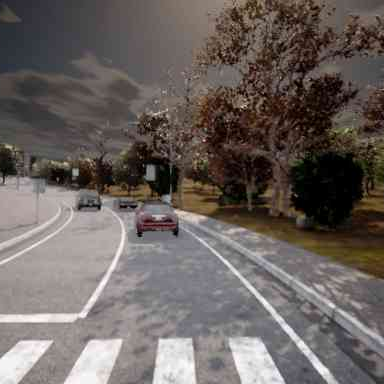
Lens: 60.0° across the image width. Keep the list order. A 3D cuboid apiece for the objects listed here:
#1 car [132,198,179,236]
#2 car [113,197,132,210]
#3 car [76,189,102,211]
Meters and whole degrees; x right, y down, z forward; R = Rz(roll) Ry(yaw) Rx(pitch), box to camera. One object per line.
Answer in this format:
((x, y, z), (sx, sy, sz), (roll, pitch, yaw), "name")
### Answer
((-2.022, 1.275, 18.168), (2.097, 1.767, 4.553), (0, 1, -11), "car")
((-7.129, 1.160, 35.056), (1.895, 1.301, 4.718), (1, 1, -22), "car")
((-10.447, 0.731, 33.494), (2.150, 2.045, 5.566), (1, 2, -23), "car")
